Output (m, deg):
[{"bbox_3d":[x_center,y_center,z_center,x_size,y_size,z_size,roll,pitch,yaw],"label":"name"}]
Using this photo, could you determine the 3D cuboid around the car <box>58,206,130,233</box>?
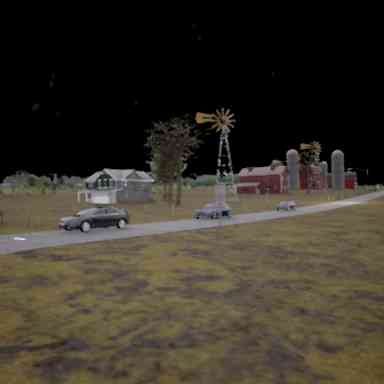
[{"bbox_3d":[-6.186,1.713,21.495,1.837,1.490,4.892,-1,-2,35],"label":"car"}]

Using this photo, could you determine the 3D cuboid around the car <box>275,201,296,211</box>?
[{"bbox_3d":[14.052,2.066,49.609,1.837,1.490,4.892,-1,-1,36],"label":"car"}]

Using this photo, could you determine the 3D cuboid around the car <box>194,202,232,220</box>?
[{"bbox_3d":[2.104,1.793,33.080,2.097,1.767,4.553,-1,-1,36],"label":"car"}]
